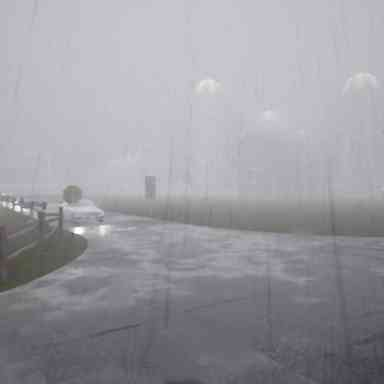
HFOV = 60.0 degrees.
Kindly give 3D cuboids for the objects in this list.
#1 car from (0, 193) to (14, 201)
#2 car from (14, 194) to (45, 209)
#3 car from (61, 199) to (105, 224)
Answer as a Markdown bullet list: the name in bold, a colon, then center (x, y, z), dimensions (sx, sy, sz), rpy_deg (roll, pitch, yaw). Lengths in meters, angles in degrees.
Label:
- **car**: center (-27.609, 0.733, 49.873), dimensions (1.895, 1.301, 4.718), rpy_deg (-1, 2, -36)
- **car**: center (-16.658, 0.954, 34.558), dimensions (2.033, 1.411, 5.357), rpy_deg (-1, 2, -36)
- **car**: center (-7.278, 1.187, 21.658), dimensions (1.812, 1.442, 4.674), rpy_deg (-1, 2, -37)
